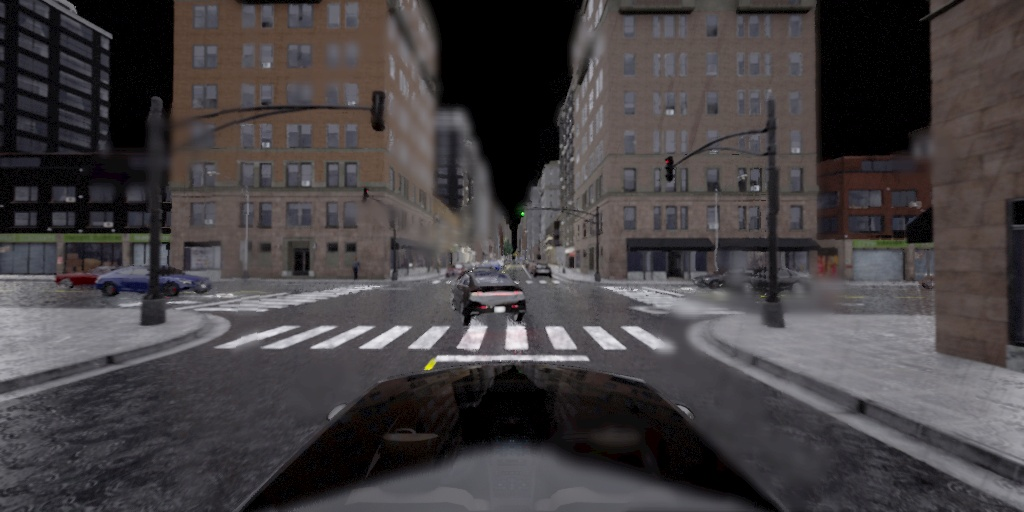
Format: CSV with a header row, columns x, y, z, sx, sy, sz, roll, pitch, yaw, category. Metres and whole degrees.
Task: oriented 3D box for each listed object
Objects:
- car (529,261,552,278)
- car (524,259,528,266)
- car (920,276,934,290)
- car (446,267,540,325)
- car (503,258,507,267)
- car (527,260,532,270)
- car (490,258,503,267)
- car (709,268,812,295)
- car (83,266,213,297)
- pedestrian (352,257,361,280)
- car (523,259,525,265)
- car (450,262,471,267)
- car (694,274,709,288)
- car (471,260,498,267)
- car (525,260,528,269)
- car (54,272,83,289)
x,y,z,sx,sy,sz,roll,pitch,yaw,category
2.987,1.431,35.991,1.948,1.339,4.313,0,0,1,car
3.200,1.463,52.581,1.888,1.381,4.507,0,0,1,car
30.245,1.607,23.905,4.674,1.442,1.812,0,-1,0,car
-0.955,1.274,12.091,2.128,1.511,4.902,0,-1,-15,car
-2.347,1.480,63.510,1.812,1.442,4.674,0,0,2,car
3.058,1.428,41.521,1.888,1.381,4.507,0,0,1,car
-2.600,1.385,48.630,1.882,1.535,5.008,0,0,1,car
14.534,1.441,20.768,4.892,1.490,1.837,0,-1,-1,car
-17.410,1.195,17.541,4.674,1.442,1.812,0,-1,-1,car
-12.356,0.991,28.368,0.375,1.860,0.375,0,-1,0,pedestrian
3.343,1.519,63.642,1.948,1.339,4.313,0,0,1,car
-5.539,1.449,36.097,1.802,1.307,4.207,0,0,1,car
14.718,1.507,24.023,4.674,1.442,1.812,0,-1,1,car
-2.762,1.432,36.631,1.994,1.385,4.181,0,0,1,car
3.129,1.451,47.051,2.007,1.370,4.403,0,0,1,car
-23.555,1.271,21.050,4.718,1.301,1.895,0,-1,0,car
